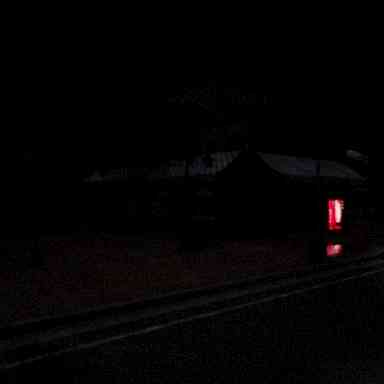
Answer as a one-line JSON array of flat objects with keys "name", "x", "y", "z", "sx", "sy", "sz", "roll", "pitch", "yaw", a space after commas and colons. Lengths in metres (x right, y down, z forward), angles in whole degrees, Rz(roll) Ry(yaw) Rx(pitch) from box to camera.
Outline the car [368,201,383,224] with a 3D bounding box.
[{"name": "car", "x": 18.089, "y": 1.913, "z": 28.321, "sx": 2.150, "sy": 2.045, "sz": 5.566, "roll": 1, "pitch": 1, "yaw": -36}]

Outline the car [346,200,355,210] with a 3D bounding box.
[{"name": "car", "x": 23.099, "y": 1.975, "z": 51.647, "sx": 5.027, "sy": 1.636, "sz": 2.152, "roll": 1, "pitch": -1, "yaw": -36}]

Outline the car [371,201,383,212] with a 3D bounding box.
[{"name": "car", "x": 27.102, "y": 2.057, "z": 46.620, "sx": 3.806, "sy": 1.475, "sz": 1.970, "roll": 1, "pitch": -1, "yaw": -36}]

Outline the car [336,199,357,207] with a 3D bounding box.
[{"name": "car", "x": 32.367, "y": 2.353, "z": 69.764, "sx": 4.514, "sy": 1.523, "sz": 2.007, "roll": 1, "pitch": -1, "yaw": -36}]
